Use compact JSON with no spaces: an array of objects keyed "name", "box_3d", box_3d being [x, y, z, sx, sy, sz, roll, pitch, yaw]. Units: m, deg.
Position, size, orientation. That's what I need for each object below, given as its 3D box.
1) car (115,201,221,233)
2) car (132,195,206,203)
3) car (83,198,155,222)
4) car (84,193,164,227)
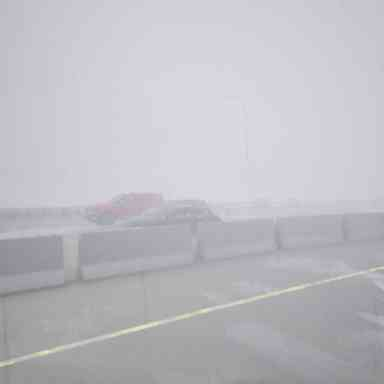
[{"name":"car","box_3d":[-0.871,1.391,15.843,4.892,1.490,1.837,0,0,-32]},{"name":"car","box_3d":[-0.908,1.209,19.922,4.553,1.767,2.097,0,1,-31]},{"name":"car","box_3d":[-5.499,1.311,25.327,5.008,1.535,1.882,0,0,-32]},{"name":"car","box_3d":[-4.219,1.074,22.023,5.566,2.045,2.150,0,0,-32]}]
